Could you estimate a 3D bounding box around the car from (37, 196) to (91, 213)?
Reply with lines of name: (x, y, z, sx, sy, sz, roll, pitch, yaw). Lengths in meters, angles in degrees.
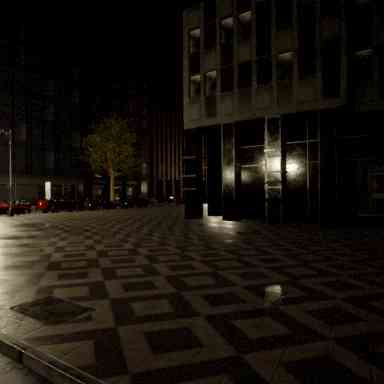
car: (-13.761, 1.290, 35.198, 2.192, 1.841, 5.009, -1, 0, 35)

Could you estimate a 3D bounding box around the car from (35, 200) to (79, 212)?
car: (-16.636, 1.634, 41.179, 1.895, 1.301, 4.718, -1, 0, 35)

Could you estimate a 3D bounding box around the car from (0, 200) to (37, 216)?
car: (-16.970, 1.576, 30.562, 1.802, 1.307, 4.206, -1, 0, 35)

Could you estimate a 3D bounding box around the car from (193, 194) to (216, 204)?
car: (2.381, 1.283, 63.018, 2.097, 1.767, 4.553, -1, 0, 35)

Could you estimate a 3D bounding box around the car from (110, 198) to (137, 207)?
car: (-11.127, 1.612, 53.960, 1.802, 1.307, 4.206, -1, 0, 35)

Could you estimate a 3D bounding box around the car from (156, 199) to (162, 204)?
car: (-8.012, 1.544, 58.455, 1.752, 1.417, 4.829, -1, 0, 35)

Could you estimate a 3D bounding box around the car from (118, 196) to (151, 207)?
car: (-8.970, 1.486, 52.196, 2.128, 1.511, 4.902, -1, 0, 35)

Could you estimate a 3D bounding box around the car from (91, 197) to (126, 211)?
car: (-10.547, 1.524, 39.831, 1.947, 1.339, 4.313, -1, 0, 35)

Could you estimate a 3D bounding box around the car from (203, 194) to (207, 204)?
car: (2.298, 1.222, 58.371, 2.192, 1.841, 5.009, -1, 0, 35)

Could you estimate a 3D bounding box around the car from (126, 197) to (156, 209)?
car: (-7.336, 1.509, 44.465, 1.947, 1.339, 4.313, -1, 0, 35)

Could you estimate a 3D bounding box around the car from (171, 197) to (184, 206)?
car: (-0.913, 1.462, 53.735, 1.887, 1.381, 4.507, -1, 0, 35)

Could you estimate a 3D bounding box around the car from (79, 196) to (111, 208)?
car: (-14.341, 1.484, 49.325, 1.967, 1.590, 4.097, -1, 0, 35)

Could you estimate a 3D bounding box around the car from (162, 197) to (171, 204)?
car: (-4.703, 1.574, 63.231, 1.947, 1.339, 4.313, -1, 0, 35)

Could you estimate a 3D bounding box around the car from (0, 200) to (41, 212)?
car: (-20.763, 1.642, 40.055, 1.947, 1.339, 4.313, -1, 0, 35)

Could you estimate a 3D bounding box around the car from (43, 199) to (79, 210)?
car: (-17.551, 1.641, 44.690, 1.802, 1.307, 4.206, -1, 0, 35)
